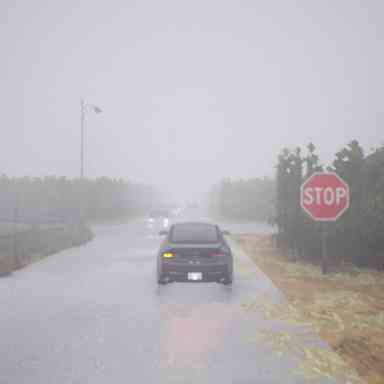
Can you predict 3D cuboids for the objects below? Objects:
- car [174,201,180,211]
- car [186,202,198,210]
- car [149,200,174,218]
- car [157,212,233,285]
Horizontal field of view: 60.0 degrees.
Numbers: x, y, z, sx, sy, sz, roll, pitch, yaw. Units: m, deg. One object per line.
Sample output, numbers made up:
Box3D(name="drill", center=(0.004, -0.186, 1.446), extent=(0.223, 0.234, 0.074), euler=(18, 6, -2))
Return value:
Box3D(name="car", center=(-3.227, 2.041, 50.999), extent=(1.882, 1.535, 5.008), euler=(0, -1, 0))
Box3D(name="car", center=(0.061, 2.201, 52.913), extent=(1.895, 1.301, 4.718), euler=(0, -1, 0))
Box3D(name="car", center=(-3.275, 1.894, 34.910), extent=(1.837, 1.490, 4.892), euler=(0, 0, 2))
Box3D(name="car", center=(0.075, 1.575, 9.646), extent=(1.837, 1.490, 4.892), euler=(0, 0, 0))
